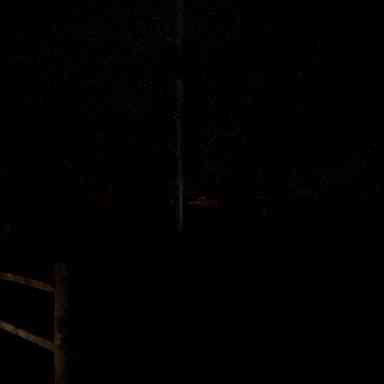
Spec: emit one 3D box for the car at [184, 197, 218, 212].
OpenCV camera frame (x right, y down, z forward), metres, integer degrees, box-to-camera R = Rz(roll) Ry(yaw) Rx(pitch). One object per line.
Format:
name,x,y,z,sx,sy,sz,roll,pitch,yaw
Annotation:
car,1.122,1.364,37.974,1.882,1.535,5.008,0,0,36

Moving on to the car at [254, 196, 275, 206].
car,11.325,1.377,51.882,1.837,1.490,4.892,0,0,36
